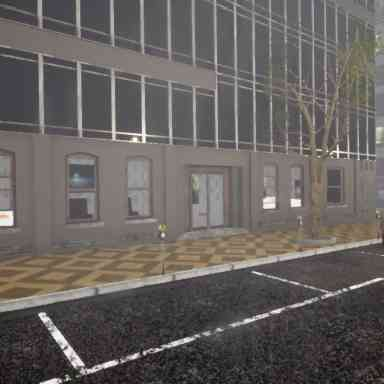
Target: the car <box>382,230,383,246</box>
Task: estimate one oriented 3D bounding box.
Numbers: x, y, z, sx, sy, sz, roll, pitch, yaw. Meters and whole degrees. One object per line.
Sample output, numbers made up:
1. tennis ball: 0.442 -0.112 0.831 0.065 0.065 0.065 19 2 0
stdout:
1. car: 9.345 1.436 13.264 4.097 1.590 1.967 0 -1 -36
